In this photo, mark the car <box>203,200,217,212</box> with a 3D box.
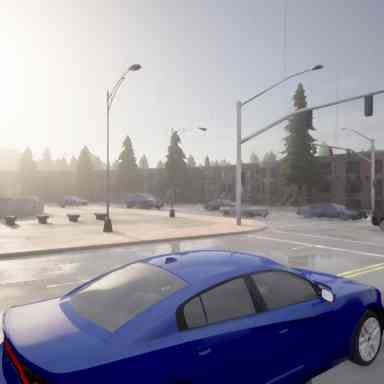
[{"bbox_3d":[3.493,1.547,36.767,2.033,1.411,5.357,0,0,-37],"label":"car"}]

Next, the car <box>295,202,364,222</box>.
[{"bbox_3d":[11.075,1.548,26.878,2.033,1.411,5.357,0,0,-40],"label":"car"}]

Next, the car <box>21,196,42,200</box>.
[{"bbox_3d":[-29.901,1.505,60.665,4.892,1.490,1.837,0,0,5],"label":"car"}]

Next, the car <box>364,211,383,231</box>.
[{"bbox_3d":[12.518,1.477,18.122,1.882,1.535,5.008,0,0,-34],"label":"car"}]

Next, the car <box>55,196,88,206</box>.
[{"bbox_3d":[-20.029,1.478,55.231,5.008,1.535,1.882,0,0,19],"label":"car"}]

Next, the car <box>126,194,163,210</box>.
[{"bbox_3d":[-6.172,1.224,42.770,5.566,2.045,2.150,-1,-1,42],"label":"car"}]

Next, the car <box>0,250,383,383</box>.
[{"bbox_3d":[0.445,1.478,4.113,5.008,1.535,1.882,0,0,-35],"label":"car"}]

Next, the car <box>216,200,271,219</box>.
[{"bbox_3d":[4.612,1.601,29.397,1.895,1.301,4.718,0,0,-36],"label":"car"}]

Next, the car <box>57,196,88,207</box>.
[{"bbox_3d":[-18.150,1.477,50.674,5.008,1.535,1.882,0,0,23],"label":"car"}]
